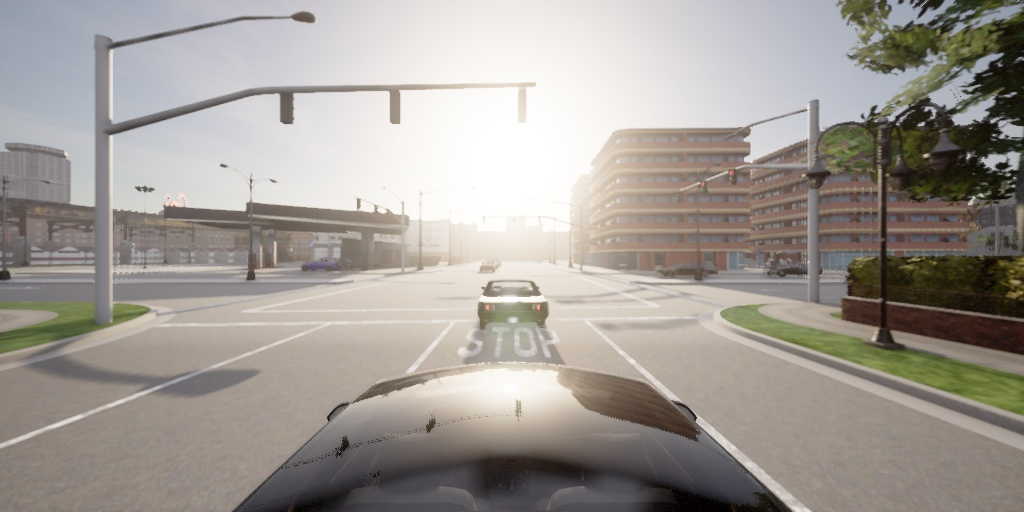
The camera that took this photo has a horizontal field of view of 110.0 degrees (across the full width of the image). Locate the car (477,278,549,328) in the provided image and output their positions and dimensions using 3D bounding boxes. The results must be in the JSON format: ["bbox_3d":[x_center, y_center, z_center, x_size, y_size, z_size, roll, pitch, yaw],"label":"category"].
[{"bbox_3d":[-0.056,1.350,11.417,1.895,1.301,4.718,0,0,-2],"label":"car"}]

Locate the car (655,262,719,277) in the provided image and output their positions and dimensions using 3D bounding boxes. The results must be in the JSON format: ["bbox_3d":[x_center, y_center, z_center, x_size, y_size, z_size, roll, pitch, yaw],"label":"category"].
[{"bbox_3d":[16.602,1.294,34.098,5.357,1.411,2.033,0,0,0],"label":"car"}]

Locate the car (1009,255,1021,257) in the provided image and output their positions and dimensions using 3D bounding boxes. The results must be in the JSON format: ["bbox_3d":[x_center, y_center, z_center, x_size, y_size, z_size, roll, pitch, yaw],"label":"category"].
[{"bbox_3d":[47.015,0.968,33.811,5.566,2.045,2.150,0,0,0],"label":"car"}]

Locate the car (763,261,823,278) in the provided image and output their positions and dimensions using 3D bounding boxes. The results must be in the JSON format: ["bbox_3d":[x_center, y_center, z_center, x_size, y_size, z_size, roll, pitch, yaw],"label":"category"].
[{"bbox_3d":[26.553,1.238,34.017,4.902,1.511,2.128,0,0,0],"label":"car"}]

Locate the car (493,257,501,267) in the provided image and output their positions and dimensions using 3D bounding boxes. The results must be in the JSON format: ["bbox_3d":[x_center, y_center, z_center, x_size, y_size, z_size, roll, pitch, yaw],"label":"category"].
[{"bbox_3d":[-3.203,1.310,55.509,1.994,1.385,4.181,0,0,0],"label":"car"}]

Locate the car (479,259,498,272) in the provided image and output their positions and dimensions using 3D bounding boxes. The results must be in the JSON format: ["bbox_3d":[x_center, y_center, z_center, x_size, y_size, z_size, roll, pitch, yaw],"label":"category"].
[{"bbox_3d":[-3.102,1.347,45.594,1.895,1.301,4.718,0,0,-1],"label":"car"}]
